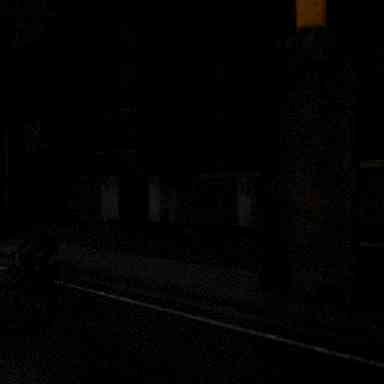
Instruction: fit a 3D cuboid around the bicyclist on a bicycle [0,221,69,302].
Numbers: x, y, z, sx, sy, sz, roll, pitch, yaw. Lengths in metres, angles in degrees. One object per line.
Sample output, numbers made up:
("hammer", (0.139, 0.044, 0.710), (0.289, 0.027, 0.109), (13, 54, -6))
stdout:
("bicyclist on a bicycle", (-3.369, 1.432, 7.158), (0.582, 1.620, 1.656), (0, 0, 34))
